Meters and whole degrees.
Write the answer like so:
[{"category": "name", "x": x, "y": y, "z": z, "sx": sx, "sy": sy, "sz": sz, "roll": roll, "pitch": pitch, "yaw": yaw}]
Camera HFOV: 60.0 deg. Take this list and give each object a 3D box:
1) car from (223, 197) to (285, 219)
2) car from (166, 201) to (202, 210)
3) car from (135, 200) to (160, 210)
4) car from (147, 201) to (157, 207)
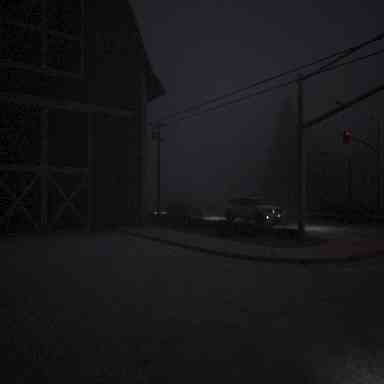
[{"category": "car", "x": 4.772, "y": 1.402, "z": 26.533, "sx": 2.150, "sy": 2.045, "sz": 5.566, "roll": 0, "pitch": 0, "yaw": -34}, {"category": "car", "x": -0.868, "y": 1.710, "z": 34.760, "sx": 1.882, "sy": 1.535, "sz": 5.008, "roll": 0, "pitch": 0, "yaw": -35}, {"category": "car", "x": -6.683, "y": 1.924, "z": 49.595, "sx": 1.895, "sy": 1.301, "sz": 4.718, "roll": 0, "pitch": 0, "yaw": -34}, {"category": "car", "x": -6.566, "y": 1.791, "z": 43.078, "sx": 1.837, "sy": 1.490, "sz": 4.892, "roll": 0, "pitch": 0, "yaw": -34}]
